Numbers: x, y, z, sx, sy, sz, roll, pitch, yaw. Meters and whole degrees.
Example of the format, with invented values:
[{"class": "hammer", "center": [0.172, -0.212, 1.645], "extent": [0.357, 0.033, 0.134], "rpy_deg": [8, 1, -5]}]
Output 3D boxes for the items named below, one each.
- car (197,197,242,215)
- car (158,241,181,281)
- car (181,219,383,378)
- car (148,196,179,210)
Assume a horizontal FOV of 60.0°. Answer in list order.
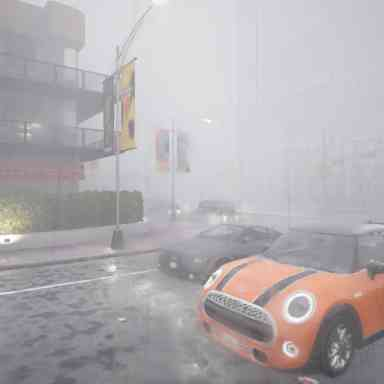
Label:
[{"class": "car", "center": [2.421, 1.505, 33.824], "extent": [1.837, 1.490, 4.892], "rpy_deg": [0, 0, -35]}, {"class": "car", "center": [1.177, 1.564, 9.130], "extent": [4.181, 1.385, 1.994], "rpy_deg": [0, 0, -35]}, {"class": "car", "center": [2.326, 1.352, 5.650], "extent": [4.553, 1.767, 2.097], "rpy_deg": [0, 0, -35]}, {"class": "car", "center": [-3.354, 1.564, 42.093], "extent": [1.994, 1.385, 4.181], "rpy_deg": [0, 0, -35]}]
